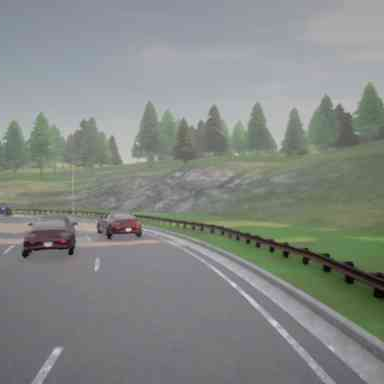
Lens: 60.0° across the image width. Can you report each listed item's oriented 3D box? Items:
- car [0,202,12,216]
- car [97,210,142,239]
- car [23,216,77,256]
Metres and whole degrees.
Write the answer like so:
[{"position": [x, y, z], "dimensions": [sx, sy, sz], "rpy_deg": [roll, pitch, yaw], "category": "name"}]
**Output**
[{"position": [-23.727, 1.992, 39.669], "dimensions": [4.553, 1.767, 2.097], "rpy_deg": [-1, 0, 28], "category": "car"}, {"position": [-4.189, 1.767, 18.934], "dimensions": [1.812, 1.442, 4.674], "rpy_deg": [0, -1, -25], "category": "car"}, {"position": [-5.939, 1.732, 14.116], "dimensions": [1.812, 1.442, 4.674], "rpy_deg": [0, -1, -19], "category": "car"}]
